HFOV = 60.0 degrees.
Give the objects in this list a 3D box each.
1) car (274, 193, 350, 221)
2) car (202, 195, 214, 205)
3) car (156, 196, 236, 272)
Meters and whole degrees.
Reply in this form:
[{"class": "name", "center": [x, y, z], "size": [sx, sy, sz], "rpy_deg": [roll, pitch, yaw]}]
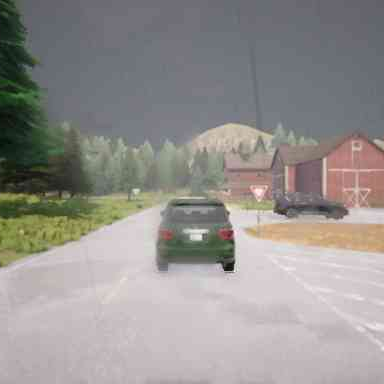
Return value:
[{"class": "car", "center": [9.385, 1.135, 26.373], "size": [5.566, 2.045, 2.150], "rpy_deg": [0, -1, 9]}, {"class": "car", "center": [2.967, 1.466, 62.766], "size": [1.816, 1.474, 4.193], "rpy_deg": [-6, 0, -2]}, {"class": "car", "center": [0.101, 1.223, 10.901], "size": [2.150, 2.045, 5.566], "rpy_deg": [0, 0, 0]}]
